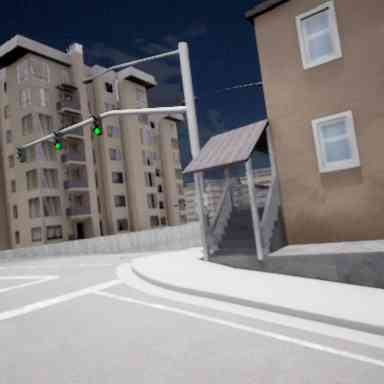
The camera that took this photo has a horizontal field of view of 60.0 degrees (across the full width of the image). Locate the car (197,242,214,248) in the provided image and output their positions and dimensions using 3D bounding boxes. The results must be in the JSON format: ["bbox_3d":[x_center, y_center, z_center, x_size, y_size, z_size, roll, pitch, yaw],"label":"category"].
[{"bbox_3d":[2.333,6.007,34.965,1.837,1.490,4.892,-10,-18,34],"label":"car"}]
